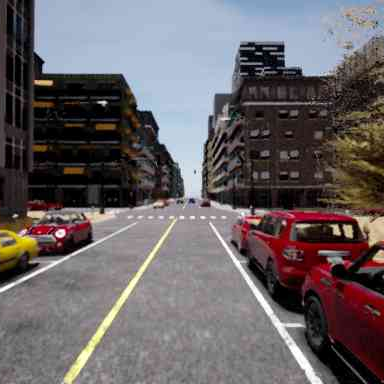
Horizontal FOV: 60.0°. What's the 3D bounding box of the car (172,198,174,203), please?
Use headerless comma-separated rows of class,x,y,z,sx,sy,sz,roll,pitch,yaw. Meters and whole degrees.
car,-5.717,2.435,90.750,1.752,1.417,4.829,1,-1,0

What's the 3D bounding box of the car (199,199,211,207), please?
car,2.674,2.177,63.292,1.887,1.381,4.507,1,-1,0

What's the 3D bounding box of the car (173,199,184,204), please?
car,-3.032,2.402,84.974,1.994,1.385,4.181,0,-1,0

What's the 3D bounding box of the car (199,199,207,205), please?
car,2.667,2.382,79.862,1.802,1.307,4.206,1,-1,0

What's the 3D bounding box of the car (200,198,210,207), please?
car,2.673,2.128,68.817,1.967,1.590,4.097,1,-1,0

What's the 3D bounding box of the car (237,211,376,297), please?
car,2.696,1.403,8.701,2.192,1.841,5.009,1,-1,0

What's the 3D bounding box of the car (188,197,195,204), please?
car,-0.032,2.416,89.134,1.812,1.442,4.674,0,-1,0

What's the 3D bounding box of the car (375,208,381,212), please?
car,20.832,2.138,38.988,4.097,1.590,1.967,1,-2,0

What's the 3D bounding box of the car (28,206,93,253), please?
car,-5.687,1.582,14.257,1.967,1.590,4.097,1,-1,0

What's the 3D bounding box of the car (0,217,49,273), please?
car,-5.686,1.611,8.527,1.752,1.417,4.829,1,-1,0

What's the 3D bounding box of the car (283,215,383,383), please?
car,2.698,1.348,3.141,2.192,1.841,5.009,1,-1,0

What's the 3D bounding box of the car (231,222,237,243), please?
car,2.692,1.687,14.258,1.887,1.381,4.507,1,-1,0

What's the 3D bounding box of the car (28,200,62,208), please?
car,-17.267,1.643,38.655,4.507,1.381,1.887,1,-2,0

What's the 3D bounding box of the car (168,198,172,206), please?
car,-5.709,2.232,68.826,1.887,1.381,4.507,1,-1,0

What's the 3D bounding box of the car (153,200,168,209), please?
car,-5.704,2.100,57.610,1.752,1.417,4.829,1,-1,0
